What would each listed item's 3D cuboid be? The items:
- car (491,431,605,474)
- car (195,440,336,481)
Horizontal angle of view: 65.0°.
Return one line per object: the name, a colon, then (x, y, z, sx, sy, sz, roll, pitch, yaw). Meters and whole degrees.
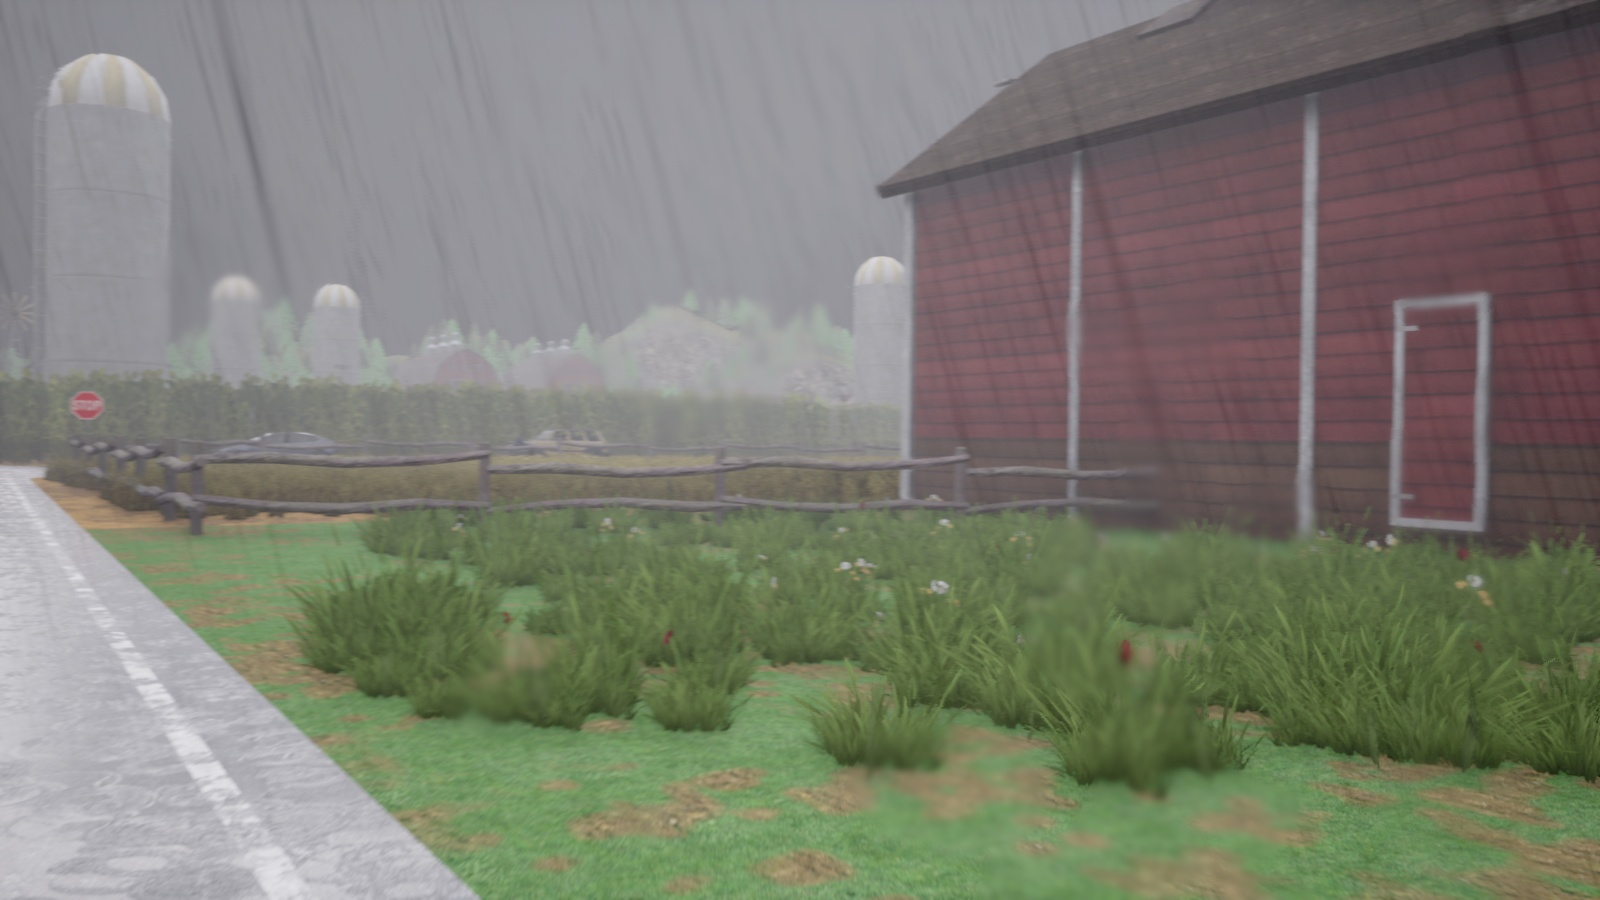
car: (-11.240, 0.076, 56.094, 4.605, 1.855, 1.932, -1, 1, -34)
car: (-21.042, 0.378, 49.530, 4.792, 1.488, 2.163, -1, 1, -34)
